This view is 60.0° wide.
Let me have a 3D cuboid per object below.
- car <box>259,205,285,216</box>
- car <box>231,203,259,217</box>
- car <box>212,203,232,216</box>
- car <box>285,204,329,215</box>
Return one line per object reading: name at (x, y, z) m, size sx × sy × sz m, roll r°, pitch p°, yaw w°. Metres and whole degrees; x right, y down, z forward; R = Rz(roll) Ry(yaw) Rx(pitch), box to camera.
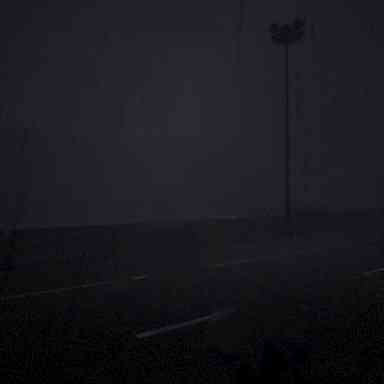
car at (9.153, 2.004, 34.088) m, size 4.181 × 1.385 × 1.994 m, roll 1°, pitch -1°, yaw -45°
car at (6.691, 2.036, 36.573) m, size 4.181 × 1.385 × 1.994 m, roll 1°, pitch -1°, yaw -45°
car at (4.401, 2.044, 39.225) m, size 4.674 × 1.442 × 1.812 m, roll 1°, pitch -1°, yaw -45°
car at (11.075, 1.908, 31.099) m, size 4.892 × 1.490 × 1.837 m, roll 1°, pitch -1°, yaw -44°
